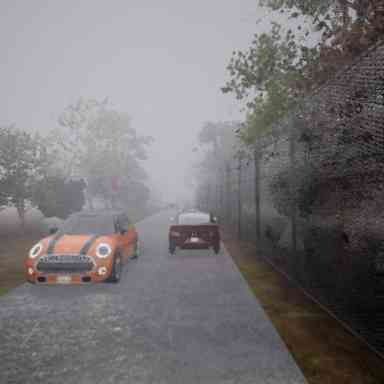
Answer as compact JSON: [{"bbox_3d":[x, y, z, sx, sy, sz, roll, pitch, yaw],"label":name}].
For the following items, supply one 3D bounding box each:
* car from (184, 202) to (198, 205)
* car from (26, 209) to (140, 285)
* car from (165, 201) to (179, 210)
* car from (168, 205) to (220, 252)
[{"bbox_3d":[0.005,1.750,34.321,1.994,1.385,4.181,0,-1,0],"label":"car"},{"bbox_3d":[-2.862,1.368,9.669,2.097,1.767,4.553,0,0,0],"label":"car"},{"bbox_3d":[-3.026,2.044,51.348,1.994,1.385,4.181,0,-1,0],"label":"car"},{"bbox_3d":[0.080,1.503,13.961,1.882,1.535,5.008,0,0,0],"label":"car"}]
